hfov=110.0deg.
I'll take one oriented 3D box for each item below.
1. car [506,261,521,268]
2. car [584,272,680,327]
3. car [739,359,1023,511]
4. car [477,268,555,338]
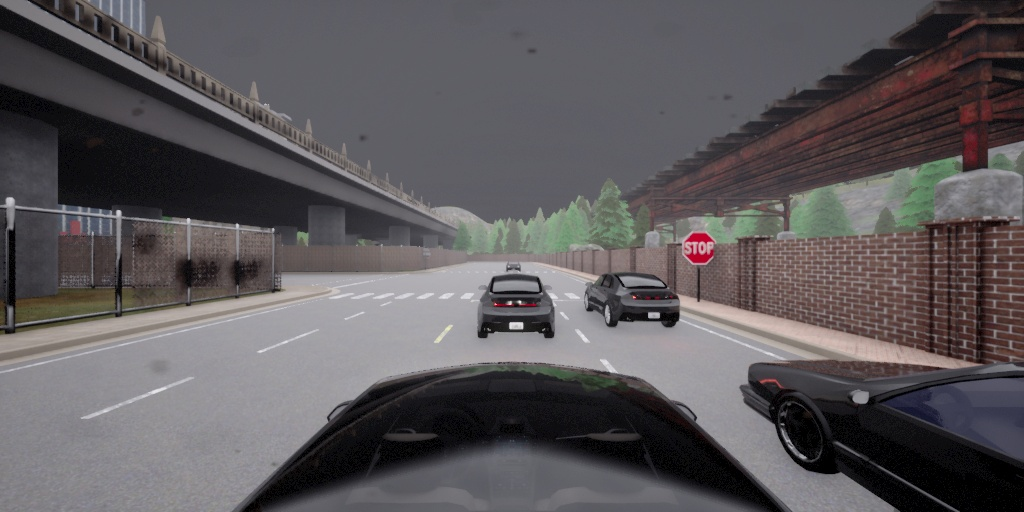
[{"bbox_3d":[0.169,1.349,46.369,1.895,1.301,4.718,0,0,-1],"label":"car"},{"bbox_3d":[3.597,1.255,11.487,1.837,1.490,4.892,0,0,0],"label":"car"},{"bbox_3d":[3.600,1.297,1.741,2.033,1.411,5.357,0,0,0],"label":"car"},{"bbox_3d":[0.096,1.254,10.126,1.837,1.490,4.892,0,0,0],"label":"car"}]
